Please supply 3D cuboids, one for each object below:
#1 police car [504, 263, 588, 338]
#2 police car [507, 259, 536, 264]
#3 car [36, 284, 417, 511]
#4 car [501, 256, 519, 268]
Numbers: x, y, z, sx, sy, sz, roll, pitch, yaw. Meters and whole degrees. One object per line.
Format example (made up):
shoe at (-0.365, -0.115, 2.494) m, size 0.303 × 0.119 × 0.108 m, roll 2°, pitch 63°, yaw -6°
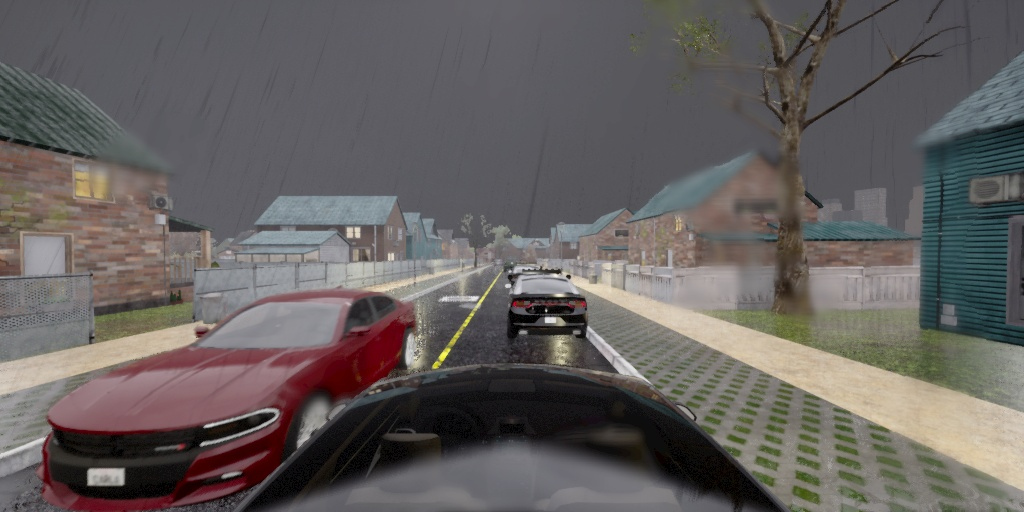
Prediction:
police car at (0.827, 1.174, 10.279) m, size 1.930 × 1.638 × 5.238 m, roll 0°, pitch 0°, yaw 0°
police car at (0.830, 1.182, 20.282) m, size 1.930 × 1.638 × 5.238 m, roll 0°, pitch 0°, yaw 0°
car at (-2.748, 1.226, 4.928) m, size 1.882 × 1.535 × 5.008 m, roll 0°, pitch 0°, yaw 0°
car at (0.032, 1.026, 46.927) m, size 2.150 × 2.045 × 5.566 m, roll 0°, pitch 0°, yaw 0°
